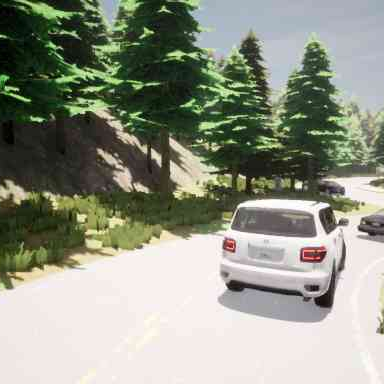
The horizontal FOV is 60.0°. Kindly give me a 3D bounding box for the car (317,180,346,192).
[{"bbox_3d":[16.080,-0.557,38.918,1.882,1.535,5.008,-1,5,-2],"label":"car"}]

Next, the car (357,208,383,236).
[{"bbox_3d":[10.135,1.412,15.817,5.357,1.411,2.033,-1,5,-32],"label":"car"}]

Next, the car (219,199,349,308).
[{"bbox_3d":[2.553,1.199,8.370,2.150,2.045,5.566,3,2,27],"label":"car"}]

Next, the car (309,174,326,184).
[{"bbox_3d":[22.071,-2.327,58.239,1.882,1.535,5.008,3,6,31],"label":"car"}]
